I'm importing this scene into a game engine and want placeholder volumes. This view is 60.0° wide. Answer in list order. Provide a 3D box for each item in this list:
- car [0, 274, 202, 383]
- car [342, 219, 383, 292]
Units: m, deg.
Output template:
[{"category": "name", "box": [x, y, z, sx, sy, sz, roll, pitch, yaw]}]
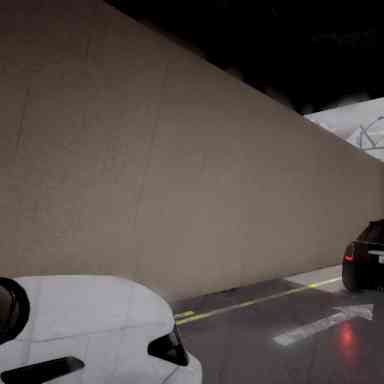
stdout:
[{"category": "car", "box": [-2.573, 1.222, 1.953, 5.566, 2.045, 2.150, 0, 0, -35]}, {"category": "car", "box": [5.521, 1.352, 7.702, 4.553, 1.767, 2.097, 0, 0, -36]}]
